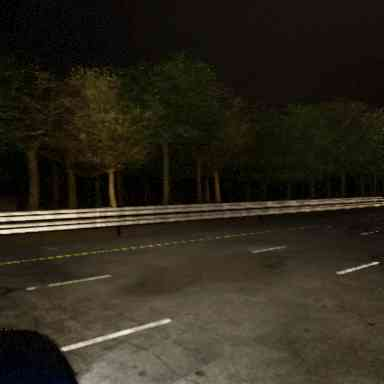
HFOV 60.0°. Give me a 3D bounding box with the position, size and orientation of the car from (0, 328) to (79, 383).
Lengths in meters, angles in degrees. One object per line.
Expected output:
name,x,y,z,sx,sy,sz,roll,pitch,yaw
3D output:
car,-2.769,1.581,1.896,4.181,1.385,1.994,-1,0,-35
